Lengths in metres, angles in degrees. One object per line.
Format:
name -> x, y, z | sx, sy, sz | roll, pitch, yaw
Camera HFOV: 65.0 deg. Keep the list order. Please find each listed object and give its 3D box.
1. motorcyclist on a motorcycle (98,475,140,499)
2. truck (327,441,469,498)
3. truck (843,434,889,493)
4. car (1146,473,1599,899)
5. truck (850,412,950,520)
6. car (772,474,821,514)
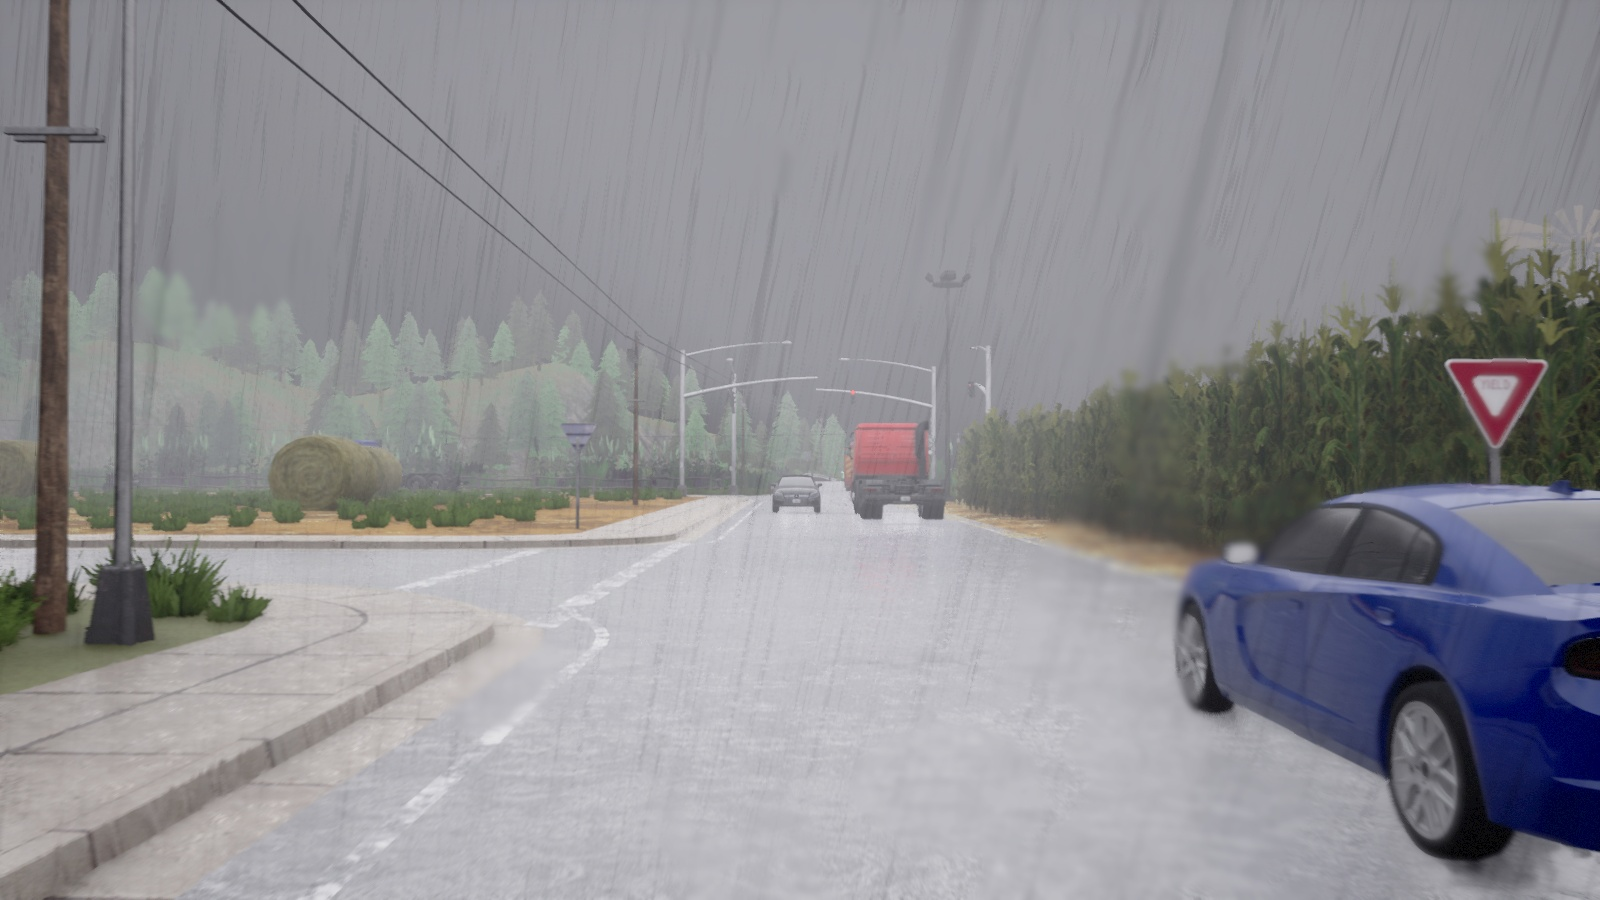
motorcyclist on a motorcycle -> -42.974, 2.339, 79.310 | 2.191, 1.530, 0.866 | 0, -1, 3
truck -> -25.056, 1.236, 78.445 | 7.936, 3.462, 2.891 | 0, -1, 3
truck -> 4.856, 0.863, 90.491 | 2.891, 3.827, 8.468 | 0, 2, 6
car -> 3.483, 0.893, 6.693 | 1.882, 1.535, 5.008 | 0, -1, 0
truck -> 3.387, 0.580, 44.627 | 2.891, 3.462, 7.936 | 0, -1, 0
car -> -0.119, 1.673, 48.806 | 1.812, 1.442, 4.674 | 0, -1, 0
